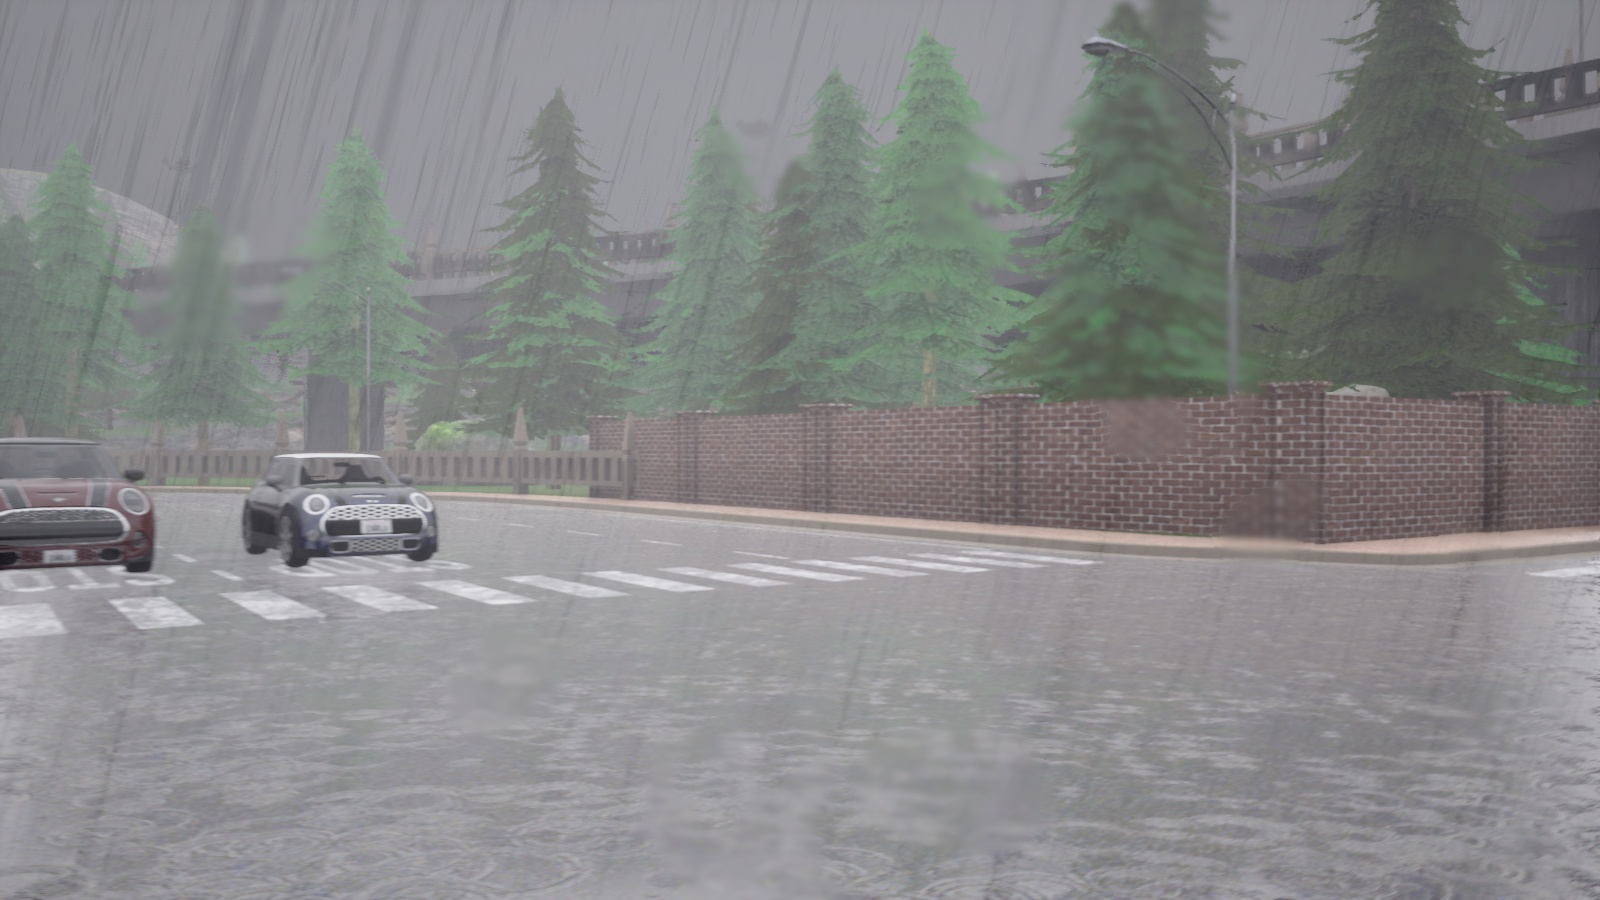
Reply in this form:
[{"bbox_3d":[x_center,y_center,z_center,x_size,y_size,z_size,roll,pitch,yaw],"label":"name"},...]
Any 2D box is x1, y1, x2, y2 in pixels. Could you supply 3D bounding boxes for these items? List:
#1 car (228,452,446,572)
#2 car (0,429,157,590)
[{"bbox_3d":[-6.570,0.768,17.591,1.970,1.475,3.806,0,0,-35],"label":"car"},{"bbox_3d":[-9.694,0.664,15.954,2.097,1.767,4.553,0,0,-35],"label":"car"}]
